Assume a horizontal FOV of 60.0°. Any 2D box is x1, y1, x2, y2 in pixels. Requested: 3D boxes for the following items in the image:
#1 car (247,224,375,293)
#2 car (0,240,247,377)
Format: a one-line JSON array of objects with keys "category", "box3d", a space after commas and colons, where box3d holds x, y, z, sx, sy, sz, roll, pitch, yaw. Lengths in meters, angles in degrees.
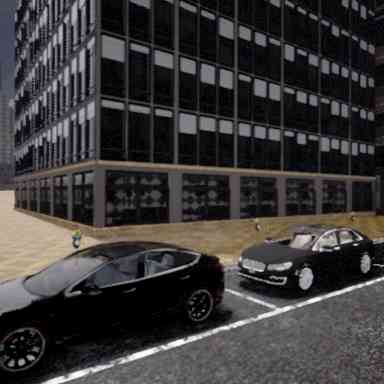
[{"category": "car", "box3d": [3.140, 1.553, 8.794, 4.403, 1.369, 2.008, 0, 0, -35]}, {"category": "car", "box3d": [-1.369, 1.567, 5.578, 4.313, 1.339, 1.947, 0, 0, -35]}]
